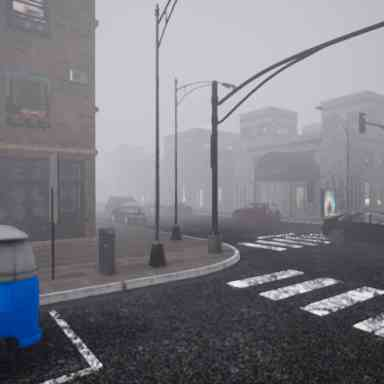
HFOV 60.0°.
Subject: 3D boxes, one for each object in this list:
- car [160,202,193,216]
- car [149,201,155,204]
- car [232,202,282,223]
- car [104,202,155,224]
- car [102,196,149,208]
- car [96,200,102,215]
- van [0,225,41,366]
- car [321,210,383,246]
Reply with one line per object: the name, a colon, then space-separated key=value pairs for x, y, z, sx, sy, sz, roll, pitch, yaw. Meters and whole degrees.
car: x=-1.471 y=1.803 z=35.973 sx=1.802 sy=1.307 sz=4.206 roll=-1 pitch=0 yaw=-35
car: x=-4.744 y=1.818 z=40.636 sx=2.008 sy=1.369 sz=4.403 roll=-1 pitch=0 yaw=-35
car: x=5.071 y=1.568 z=26.646 sx=1.967 sy=1.590 sz=4.097 roll=-1 pitch=0 yaw=-35
car: x=-5.053 y=1.740 z=26.486 sx=2.008 sy=1.369 sz=4.403 roll=-1 pitch=0 yaw=-35
car: x=-6.862 y=1.445 z=33.757 sx=2.150 sy=2.045 sz=5.566 roll=0 pitch=0 yaw=-35
car: x=-11.597 y=1.833 z=35.813 sx=2.008 sy=1.369 sz=4.403 roll=-1 pitch=0 yaw=-35
van: x=-3.876 y=1.341 z=3.798 sx=3.998 sy=1.788 sz=1.690 roll=0 pitch=0 yaw=-35
car: x=7.575 y=1.497 z=13.184 sx=2.128 sy=1.511 sz=4.902 roll=0 pitch=0 yaw=-35
